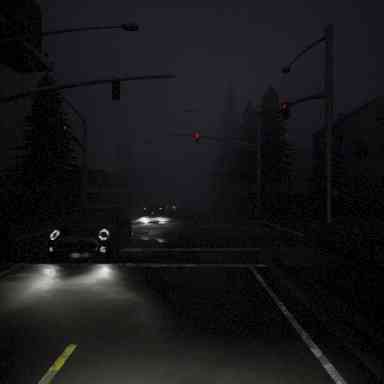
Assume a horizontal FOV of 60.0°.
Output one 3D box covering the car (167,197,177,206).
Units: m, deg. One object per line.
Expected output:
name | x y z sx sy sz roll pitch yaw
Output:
car | -3.465 1.548 55.371 2.033 1.411 5.357 0 0 1

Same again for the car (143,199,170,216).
car | -3.559 1.601 32.312 1.895 1.301 4.718 0 0 0

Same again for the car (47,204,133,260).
car | -3.599 1.325 12.492 2.097 1.767 4.553 0 1 0
